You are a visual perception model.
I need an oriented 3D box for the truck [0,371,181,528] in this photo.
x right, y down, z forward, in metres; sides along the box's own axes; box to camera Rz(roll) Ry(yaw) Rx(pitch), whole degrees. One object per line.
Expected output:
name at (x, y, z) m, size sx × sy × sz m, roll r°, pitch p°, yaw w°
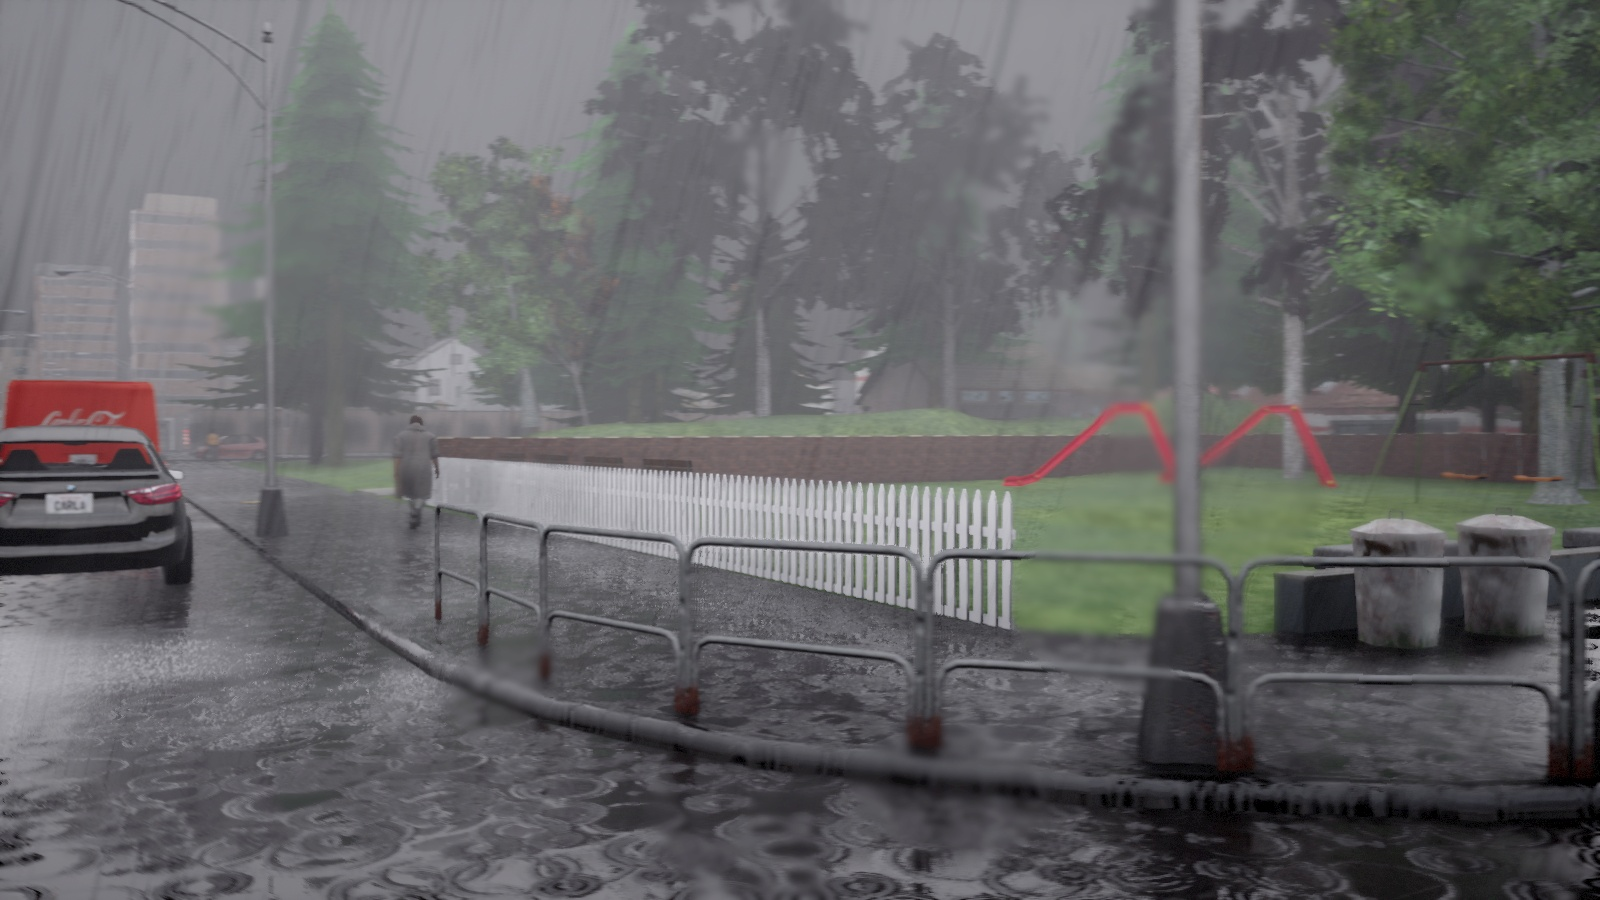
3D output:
truck at (-12.729, -0.028, 22.607) m, size 2.627 × 2.467 × 5.204 m, roll 0°, pitch 0°, yaw -29°

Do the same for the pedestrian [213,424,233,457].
pedestrian at (-33.004, -0.542, 71.808) m, size 0.874 × 1.855 × 0.900 m, roll 0°, pitch 1°, yaw -39°

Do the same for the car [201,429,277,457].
car at (-33.715, -0.438, 75.480) m, size 3.988 × 1.617 × 1.851 m, roll 0°, pitch 1°, yaw -29°

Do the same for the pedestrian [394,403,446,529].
pedestrian at (-6.026, 0.242, 19.947) m, size 0.659 × 1.952 × 0.873 m, roll 0°, pitch 1°, yaw -8°

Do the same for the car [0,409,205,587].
car at (-8.063, 0.441, 14.088) m, size 2.242 × 1.667 × 4.611 m, roll 0°, pitch 0°, yaw -29°
